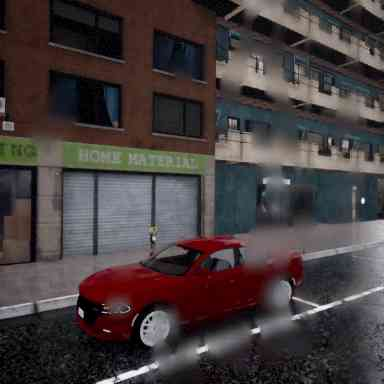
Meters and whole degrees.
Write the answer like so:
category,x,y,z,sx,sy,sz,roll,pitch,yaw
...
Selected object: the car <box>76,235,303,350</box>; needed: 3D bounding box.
category,x,y,z,sx,sy,sz,roll,pitch,yaw
car,0.190,1.545,6.224,4.507,1.381,1.887,0,1,-35
